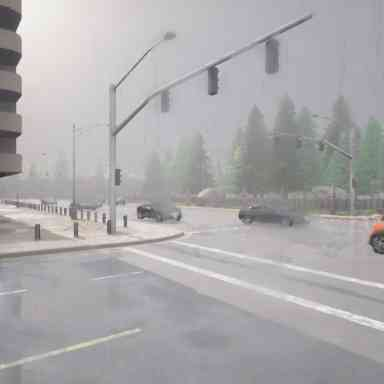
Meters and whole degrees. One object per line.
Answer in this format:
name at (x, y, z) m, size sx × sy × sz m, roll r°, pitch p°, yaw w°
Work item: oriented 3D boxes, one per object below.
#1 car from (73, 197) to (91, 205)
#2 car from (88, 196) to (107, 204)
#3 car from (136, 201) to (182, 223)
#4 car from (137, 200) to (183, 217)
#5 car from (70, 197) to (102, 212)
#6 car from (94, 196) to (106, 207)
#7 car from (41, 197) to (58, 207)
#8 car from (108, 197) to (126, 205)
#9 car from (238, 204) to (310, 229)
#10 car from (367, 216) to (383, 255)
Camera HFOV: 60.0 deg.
car at (-20.828, 1.656, 62.931) m, size 1.895 × 1.301 × 4.718 m, roll 0°, pitch 0°, yaw -36°
car at (-18.760, 1.547, 66.023) m, size 2.128 × 1.511 × 4.902 m, roll 0°, pitch 0°, yaw -36°
car at (-2.676, 1.547, 26.233) m, size 2.128 × 1.511 × 4.902 m, roll 0°, pitch 0°, yaw -36°
car at (-3.245, 1.603, 32.897) m, size 2.033 × 1.411 × 5.357 m, roll 0°, pitch 0°, yaw -36°
car at (-13.289, 1.603, 40.615) m, size 2.033 × 1.411 × 5.357 m, roll 0°, pitch 0°, yaw -36°
car at (-14.517, 1.548, 48.192) m, size 2.128 × 1.511 × 4.902 m, roll 0°, pitch 0°, yaw -36°
car at (-23.487, 1.585, 54.580) m, size 1.812 × 1.442 × 4.674 m, roll 0°, pitch 0°, yaw -36°
car at (-13.251, 1.581, 58.581) m, size 1.812 × 1.442 × 4.674 m, roll 0°, pitch 0°, yaw -36°
car at (5.340, 1.529, 22.192) m, size 4.902 × 1.511 × 2.128 m, roll -1°, pitch -1°, yaw 45°
car at (8.519, 1.363, 11.086) m, size 2.097 × 1.767 × 4.553 m, roll 0°, pitch 0°, yaw -36°
